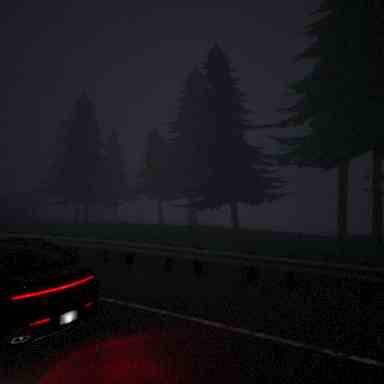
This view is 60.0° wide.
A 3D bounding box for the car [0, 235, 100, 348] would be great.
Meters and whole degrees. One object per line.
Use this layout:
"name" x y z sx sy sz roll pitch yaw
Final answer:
"car" -3.821 1.560 6.008 4.892 1.490 1.837 -1 0 31
